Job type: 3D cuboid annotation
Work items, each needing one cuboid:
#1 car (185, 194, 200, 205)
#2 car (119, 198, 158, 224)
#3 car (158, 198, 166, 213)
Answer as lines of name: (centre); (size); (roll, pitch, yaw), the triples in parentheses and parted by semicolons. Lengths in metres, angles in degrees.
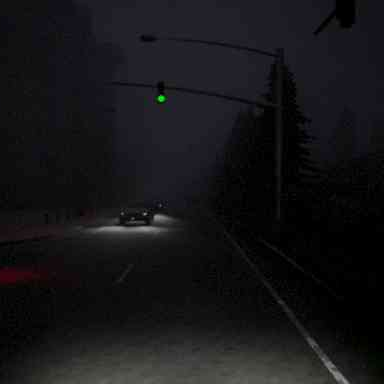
car: (0.097, 0.967, 47.146); (1.882, 1.535, 5.008); (0, 1, 0)
car: (-3.581, 1.283, 22.353); (1.812, 1.442, 4.674); (0, 1, 0)
car: (-3.592, 1.252, 32.198); (1.895, 1.301, 4.718); (0, 1, 0)
